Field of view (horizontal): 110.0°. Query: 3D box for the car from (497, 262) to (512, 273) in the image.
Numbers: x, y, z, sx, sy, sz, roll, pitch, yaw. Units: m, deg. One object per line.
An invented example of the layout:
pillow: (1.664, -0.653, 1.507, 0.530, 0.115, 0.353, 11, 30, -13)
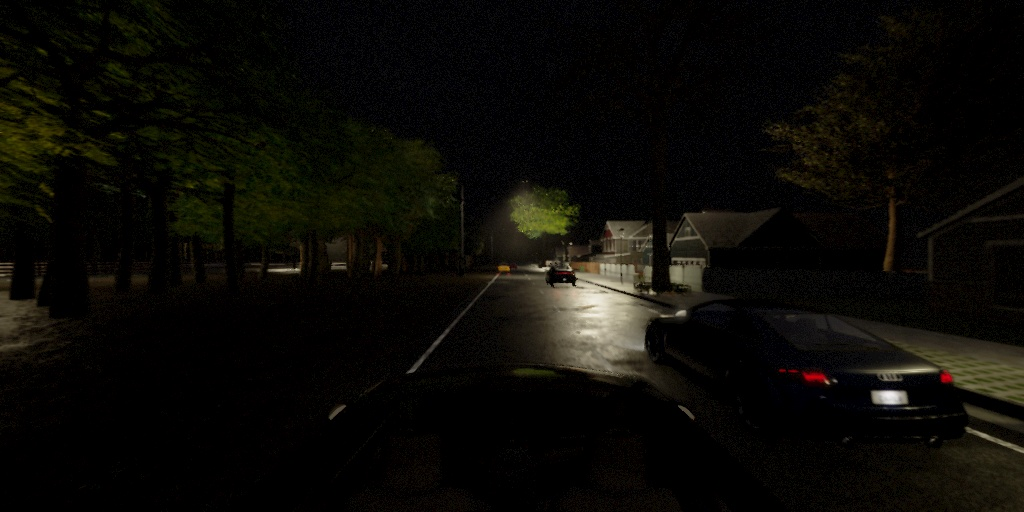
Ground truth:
car: (-1.226, 1.679, 53.029, 1.801, 1.575, 5.366, 0, -1, 0)

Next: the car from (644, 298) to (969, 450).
car: (3.601, 1.321, 5.426, 1.994, 1.385, 4.181, 0, 0, 0)

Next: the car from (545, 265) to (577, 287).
car: (3.600, 1.428, 26.863, 2.128, 1.511, 4.902, 0, -1, 0)
